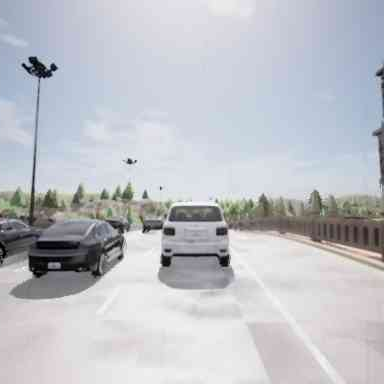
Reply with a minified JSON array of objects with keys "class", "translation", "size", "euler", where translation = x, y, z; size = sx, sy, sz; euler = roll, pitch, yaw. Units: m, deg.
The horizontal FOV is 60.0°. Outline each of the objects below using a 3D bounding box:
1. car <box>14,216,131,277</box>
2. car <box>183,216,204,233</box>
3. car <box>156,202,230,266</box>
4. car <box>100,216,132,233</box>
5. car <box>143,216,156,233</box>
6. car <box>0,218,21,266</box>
[{"class":"car","translation":[-3.394,1.639,10.631],"size":[1.837,1.490,4.892],"euler":[0,-2,0]},{"class":"car","translation":[0.118,3.009,30.672],"size":[1.837,1.490,4.892],"euler":[0,-6,0]},{"class":"car","translation":[0.107,1.413,12.304],"size":[2.150,2.045,5.566],"euler":[0,-2,0]},{"class":"car","translation":[-6.882,3.006,30.643],"size":[1.837,1.490,4.892],"euler":[0,-6,0]},{"class":"car","translation":[-3.382,3.010,30.794],"size":[2.128,1.511,4.902],"euler":[0,-6,0]},{"class":"car","translation":[-6.893,1.664,11.730],"size":[2.128,1.511,4.902],"euler":[0,-2,0]}]
